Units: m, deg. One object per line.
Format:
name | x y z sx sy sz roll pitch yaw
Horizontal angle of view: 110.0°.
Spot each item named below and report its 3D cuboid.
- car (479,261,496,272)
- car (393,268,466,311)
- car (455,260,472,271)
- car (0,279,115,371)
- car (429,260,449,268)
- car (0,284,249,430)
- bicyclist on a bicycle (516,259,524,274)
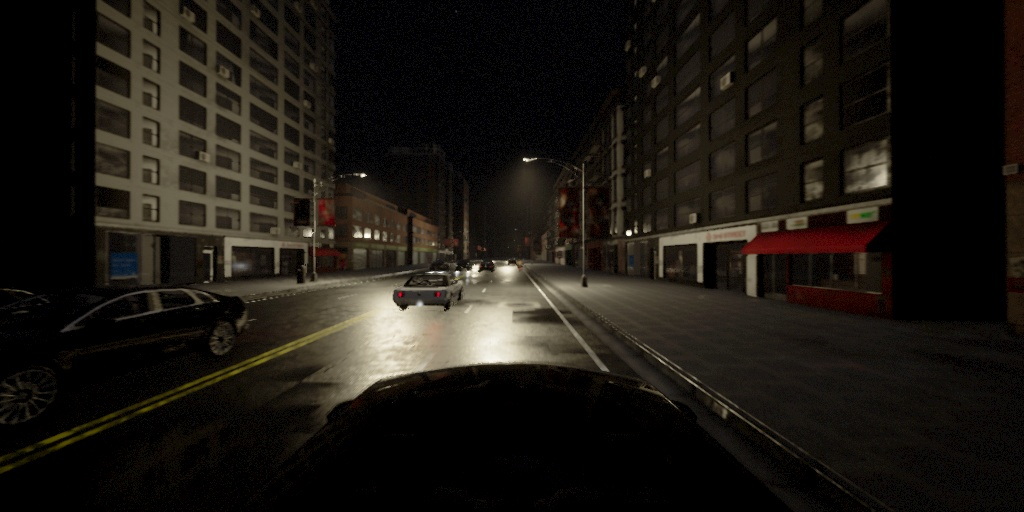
car | -3.133 1.287 45.327 2.033 1.411 5.357 0 0 0
car | -3.147 1.348 14.469 1.895 1.301 4.718 0 0 0
car | -6.548 1.244 49.211 1.837 1.490 4.892 0 0 0
car | -9.848 1.254 5.621 1.837 1.490 4.892 0 0 0
car | -9.796 1.286 48.746 2.033 1.411 5.357 0 0 0
car | -6.598 1.241 5.669 2.128 1.511 4.902 0 0 0
bicyclist on a bicycle | 0.892 1.178 39.146 0.866 1.612 1.509 0 0 0
